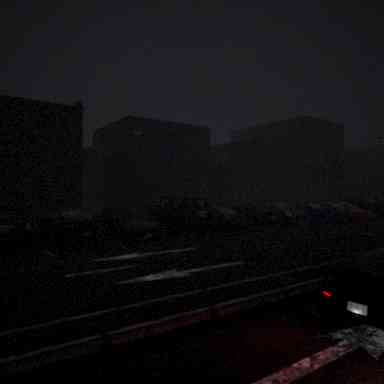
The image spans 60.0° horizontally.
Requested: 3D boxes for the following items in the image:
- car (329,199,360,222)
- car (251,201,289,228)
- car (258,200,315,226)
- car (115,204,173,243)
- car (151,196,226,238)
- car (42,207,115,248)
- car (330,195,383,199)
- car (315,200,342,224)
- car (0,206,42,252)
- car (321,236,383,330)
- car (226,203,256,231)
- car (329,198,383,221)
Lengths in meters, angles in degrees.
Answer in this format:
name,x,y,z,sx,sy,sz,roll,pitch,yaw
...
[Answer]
name,x,y,z,sx,sy,sz,roll,pitch,yaw
car,10.162,1.550,26.133,2.002,1.452,4.674,0,0,-36
car,3.422,1.519,21.343,2.163,1.488,4.792,0,0,-36
car,5.662,1.370,22.951,2.185,1.767,4.553,0,0,-36
car,-3.269,1.506,16.477,2.163,1.488,4.792,0,0,-36
car,-1.060,1.229,18.130,2.435,2.045,5.566,0,0,-36
car,-5.523,1.474,14.891,2.097,1.535,5.008,0,0,-36
car,14.658,1.292,29.323,2.435,2.045,5.566,1,0,-36
car,7.925,1.500,24.527,2.097,1.535,5.008,0,0,-36
car,-7.749,1.348,13.264,2.185,1.767,4.553,0,0,-36
car,4.279,1.526,6.186,4.674,1.442,1.812,0,0,-36
car,1.199,1.524,19.711,2.002,1.452,4.674,0,0,-36
car,12.511,1.519,27.591,1.946,1.575,5.366,0,0,-36
